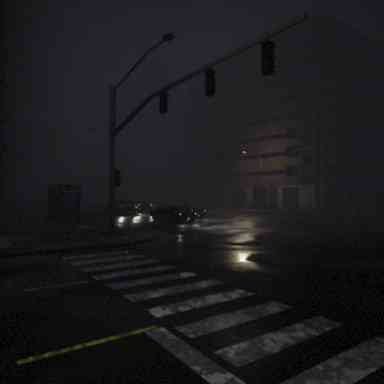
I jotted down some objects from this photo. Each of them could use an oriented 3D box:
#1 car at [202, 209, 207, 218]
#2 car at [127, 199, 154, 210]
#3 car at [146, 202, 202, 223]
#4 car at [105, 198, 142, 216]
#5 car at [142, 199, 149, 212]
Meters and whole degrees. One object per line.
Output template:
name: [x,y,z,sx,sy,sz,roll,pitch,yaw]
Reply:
car: [-0.676,1.790,31.925,1.895,1.301,4.718,1,0,-36]
car: [-7.326,1.740,47.235,1.812,1.442,4.674,1,0,-36]
car: [-1.566,1.764,27.221,1.895,1.301,4.718,1,0,-36]
car: [-7.532,1.514,35.367,2.097,1.767,4.553,1,0,-36]
car: [-6.460,1.540,39.834,2.097,1.767,4.553,1,0,-36]
